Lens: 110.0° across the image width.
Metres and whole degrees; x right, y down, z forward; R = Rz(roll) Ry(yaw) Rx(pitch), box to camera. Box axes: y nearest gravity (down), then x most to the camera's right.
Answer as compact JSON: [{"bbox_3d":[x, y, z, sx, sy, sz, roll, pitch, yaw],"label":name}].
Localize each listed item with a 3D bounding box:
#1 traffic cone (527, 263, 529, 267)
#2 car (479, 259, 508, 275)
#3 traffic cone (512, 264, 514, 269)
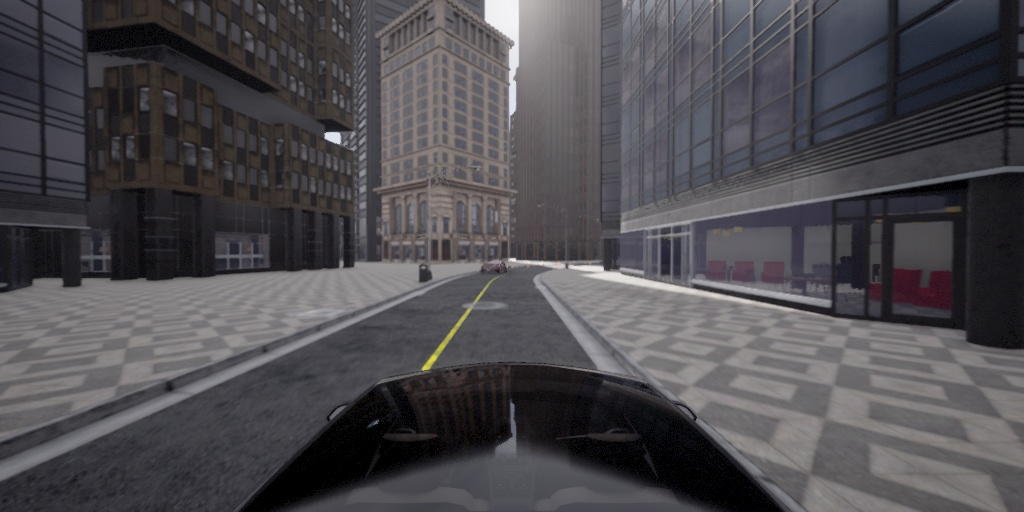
[{"bbox_3d":[2.320,1.277,51.053,0.340,0.580,0.340,0,0,27],"label":"traffic cone"},{"bbox_3d":[-1.731,0.985,34.923,1.812,1.442,4.674,0,1,11],"label":"car"},{"bbox_3d":[0.168,1.316,46.286,0.340,0.580,0.340,0,0,22],"label":"traffic cone"}]
